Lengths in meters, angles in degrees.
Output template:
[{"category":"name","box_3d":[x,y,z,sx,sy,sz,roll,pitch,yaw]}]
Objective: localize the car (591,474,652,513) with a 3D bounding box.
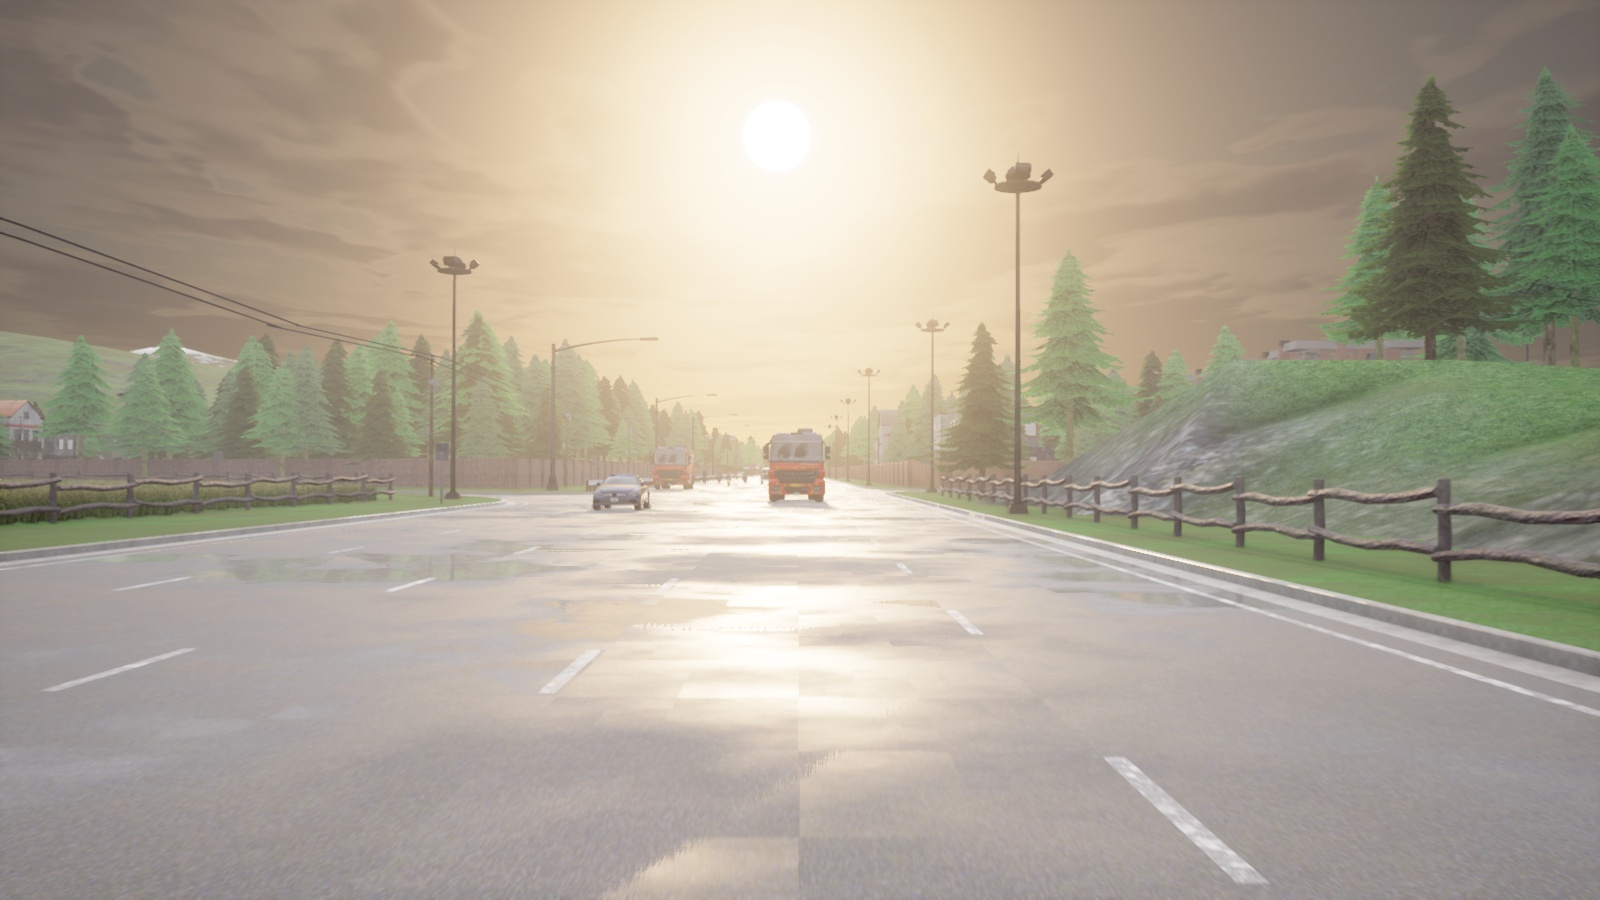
[{"category":"car","box_3d":[-7.124,1.724,50.472,1.812,1.442,4.674,0,-1,0]}]

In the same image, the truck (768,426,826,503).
[{"category":"truck","box_3d":[-0.167,0.777,66.501,2.891,3.827,8.468,0,-1,0]}]
